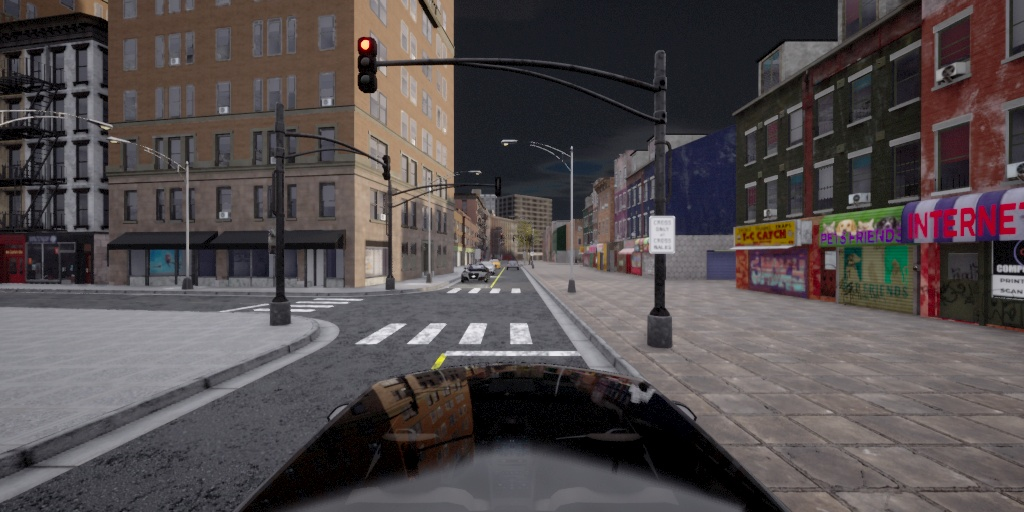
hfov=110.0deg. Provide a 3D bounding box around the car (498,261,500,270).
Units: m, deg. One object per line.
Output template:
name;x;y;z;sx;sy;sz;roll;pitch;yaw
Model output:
car;-2.729;1.241;52.655;1.882;1.535;5.008;0;0;0

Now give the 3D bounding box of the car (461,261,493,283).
car;-2.798;1.317;28.176;1.994;1.385;4.181;0;0;0

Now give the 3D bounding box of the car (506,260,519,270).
car;0.102;1.310;52.801;2.033;1.411;5.357;0;0;0

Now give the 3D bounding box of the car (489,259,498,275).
car;-2.778;1.282;38.086;1.812;1.442;4.674;0;0;0
